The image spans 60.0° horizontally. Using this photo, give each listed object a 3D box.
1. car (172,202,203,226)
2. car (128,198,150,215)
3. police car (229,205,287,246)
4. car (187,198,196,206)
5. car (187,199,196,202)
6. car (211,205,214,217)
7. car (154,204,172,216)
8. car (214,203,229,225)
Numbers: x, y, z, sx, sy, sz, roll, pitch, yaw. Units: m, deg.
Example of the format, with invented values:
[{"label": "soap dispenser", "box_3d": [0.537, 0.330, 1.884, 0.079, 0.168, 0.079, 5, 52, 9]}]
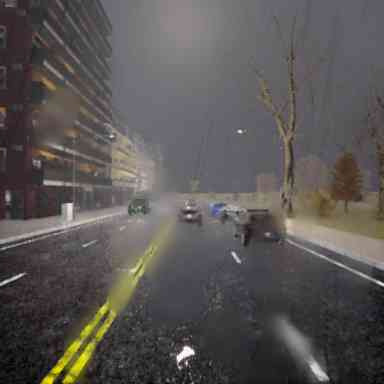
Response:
[{"label": "car", "box_3d": [-0.160, 1.861, 26.929, 2.163, 1.488, 4.792, 0, -1, 1]}, {"label": "car", "box_3d": [-6.608, 1.776, 41.931, 2.150, 2.045, 5.566, 0, -1, 0]}, {"label": "police car", "box_3d": [3.244, 1.648, 16.688, 1.930, 1.638, 5.238, 0, -1, 0]}, {"label": "car", "box_3d": [-0.028, 2.427, 81.498, 2.097, 1.767, 4.553, 0, -1, 0]}, {"label": "car", "box_3d": [-0.023, 2.458, 69.591, 2.033, 1.411, 5.357, 0, -1, 0]}, {"label": "car", "box_3d": [3.237, 1.989, 38.577, 1.882, 1.535, 5.008, 0, -1, 0]}, {"label": "car", "box_3d": [-3.361, 2.126, 39.710, 1.895, 1.301, 4.718, 0, -1, 0]}, {"label": "car", "box_3d": [3.240, 1.858, 27.577, 2.128, 1.511, 4.902, 0, -1, 0]}]
